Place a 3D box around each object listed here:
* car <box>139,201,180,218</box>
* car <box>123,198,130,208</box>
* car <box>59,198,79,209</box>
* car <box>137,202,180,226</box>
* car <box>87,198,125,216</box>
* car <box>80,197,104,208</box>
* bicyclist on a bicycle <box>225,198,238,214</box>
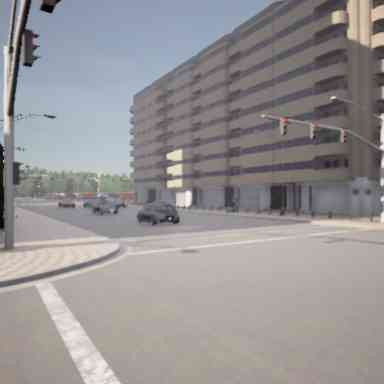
[{"bbox_3d":[-3.399,1.705,33.545,2.128,1.511,4.902,0,-1,-32],"label":"car"},{"bbox_3d":[-12.218,2.001,54.322,1.895,1.301,4.718,0,-1,-31],"label":"car"},{"bbox_3d":[-20.305,1.906,53.977,1.882,1.535,5.008,0,-1,-32],"label":"car"},{"bbox_3d":[-2.601,1.713,25.230,1.994,1.385,4.181,0,0,-32],"label":"car"},{"bbox_3d":[-9.513,1.745,36.388,2.128,1.511,4.902,0,0,-32],"label":"car"},{"bbox_3d":[-16.296,1.961,54.280,2.033,1.411,5.357,0,0,-31],"label":"car"},{"bbox_3d":[4.183,1.501,35.134,1.656,1.620,0.582,0,0,-32],"label":"bicyclist on a bicycle"}]
